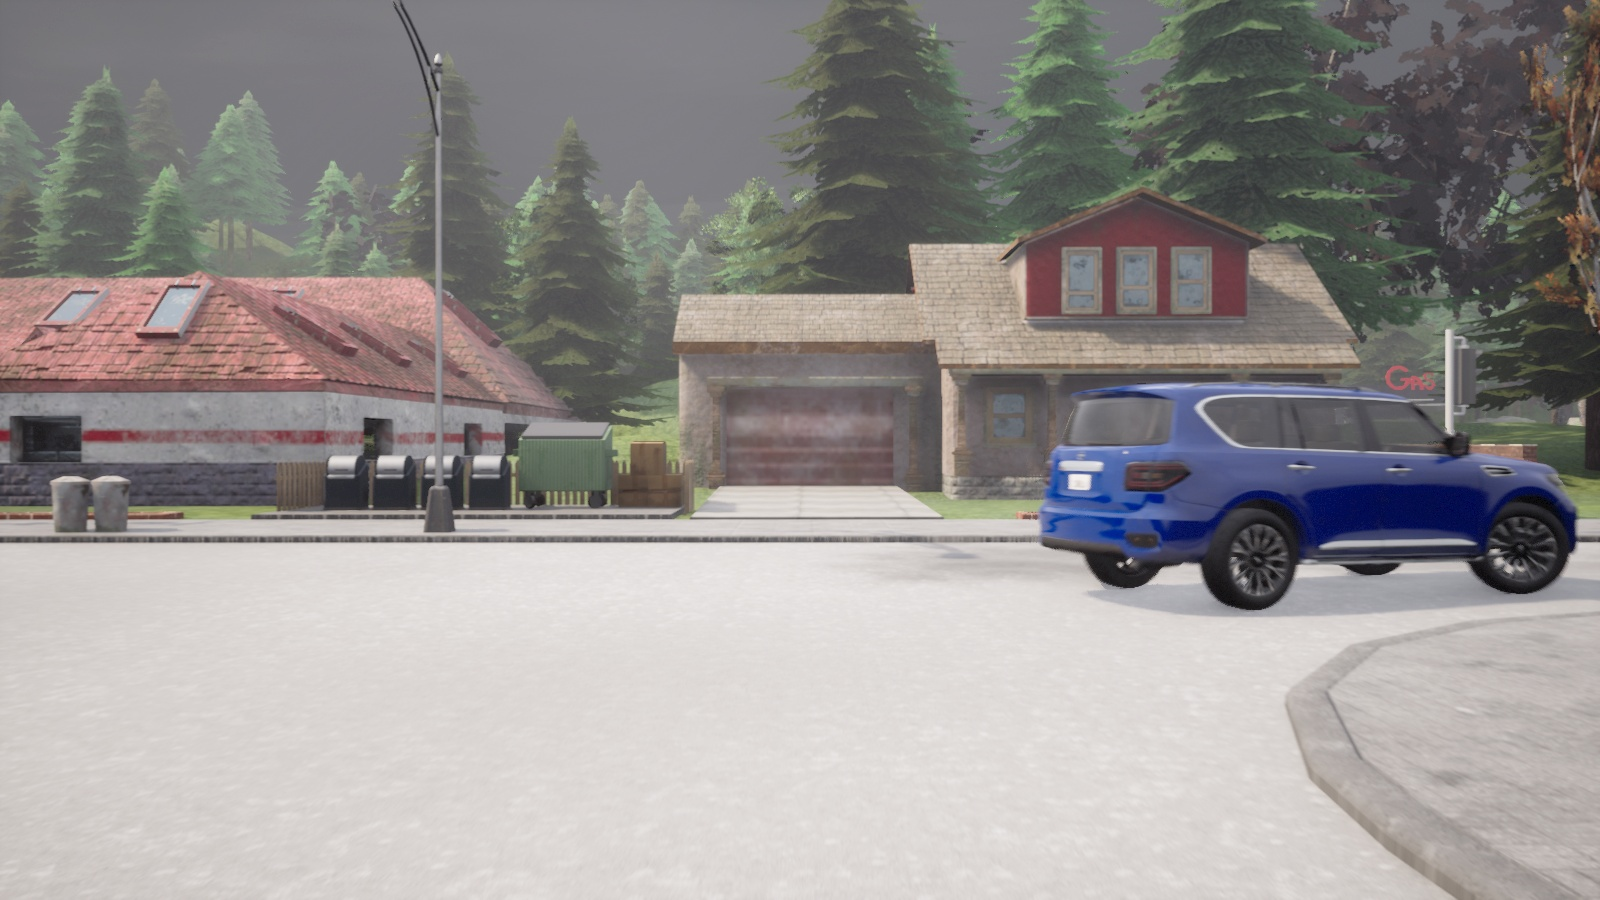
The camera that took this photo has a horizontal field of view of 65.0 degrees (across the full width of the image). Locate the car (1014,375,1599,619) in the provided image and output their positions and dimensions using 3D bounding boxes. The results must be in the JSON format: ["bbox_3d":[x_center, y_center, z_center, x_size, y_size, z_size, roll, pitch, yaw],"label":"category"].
[{"bbox_3d":[5.122,0.397,12.520,5.566,2.045,2.150,0,0,-21],"label":"car"}]
